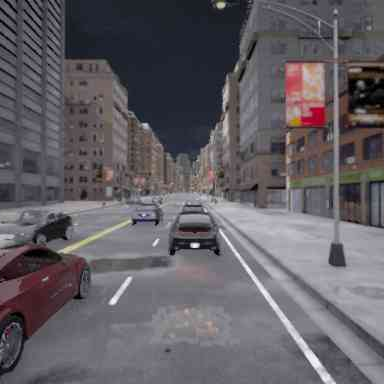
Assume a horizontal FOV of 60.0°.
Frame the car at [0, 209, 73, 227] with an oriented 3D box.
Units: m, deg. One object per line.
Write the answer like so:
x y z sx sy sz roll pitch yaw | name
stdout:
-6.591 1.503 14.066 2.128 1.511 4.902 0 0 0 | car

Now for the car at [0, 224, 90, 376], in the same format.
-3.150 1.531 5.440 1.812 1.442 4.674 0 0 0 | car

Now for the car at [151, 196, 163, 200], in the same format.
-6.469 1.505 61.885 2.128 1.511 4.902 0 0 0 | car

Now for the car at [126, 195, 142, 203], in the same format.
-9.765 1.368 56.091 2.097 1.767 4.553 0 0 1 | car

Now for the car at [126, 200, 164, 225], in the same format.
-3.136 1.565 24.230 2.033 1.411 5.357 0 0 0 | car

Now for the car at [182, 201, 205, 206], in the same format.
0.118 1.510 29.931 2.128 1.511 4.902 0 0 0 | car

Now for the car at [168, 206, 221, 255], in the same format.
0.103 1.516 13.416 1.837 1.490 4.892 0 0 0 | car
